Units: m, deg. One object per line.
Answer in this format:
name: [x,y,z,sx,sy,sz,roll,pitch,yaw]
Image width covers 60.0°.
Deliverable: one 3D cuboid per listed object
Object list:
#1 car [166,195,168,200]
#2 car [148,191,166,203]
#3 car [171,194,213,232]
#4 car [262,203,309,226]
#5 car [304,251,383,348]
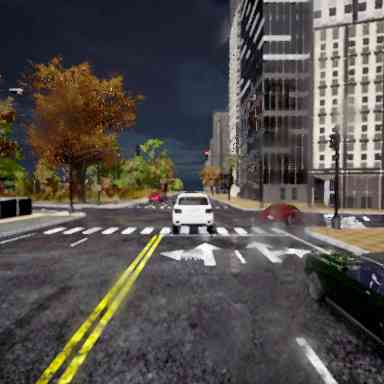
car: [-6.528,1.170,75.748,1.994,1.385,4.181,0,0,0]
car: [-6.555,0.906,60.275,2.150,2.045,5.566,0,0,0]
car: [-0.045,1.111,19.502,2.150,2.045,5.566,0,0,-3]
car: [6.414,1.517,22.839,1.812,1.442,4.674,0,-2,38]
car: [3.348,1.570,5.144,1.895,1.301,4.718,0,0,0]
